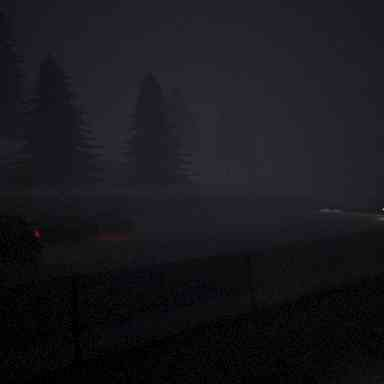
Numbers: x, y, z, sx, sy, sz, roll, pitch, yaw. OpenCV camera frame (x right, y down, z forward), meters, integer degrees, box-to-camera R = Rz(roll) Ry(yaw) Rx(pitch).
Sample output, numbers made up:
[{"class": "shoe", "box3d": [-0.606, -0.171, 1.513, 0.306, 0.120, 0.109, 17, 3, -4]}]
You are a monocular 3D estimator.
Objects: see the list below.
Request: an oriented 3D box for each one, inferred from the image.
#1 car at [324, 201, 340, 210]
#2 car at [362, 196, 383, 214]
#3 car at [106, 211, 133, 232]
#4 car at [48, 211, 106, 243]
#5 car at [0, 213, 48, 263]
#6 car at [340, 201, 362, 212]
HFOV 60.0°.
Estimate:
[{"class": "car", "box3d": [21.992, 2.074, 51.669, 1.994, 1.385, 4.181, -1, -1, 35]}, {"class": "car", "box3d": [23.029, 1.571, 41.042, 2.150, 2.045, 5.566, -1, -1, 38]}, {"class": "car", "box3d": [-5.964, 1.926, 21.499, 4.181, 1.385, 1.994, 0, -1, -38]}, {"class": "car", "box3d": [-7.017, 1.805, 16.282, 4.892, 1.490, 1.837, 0, -1, -37]}, {"class": "car", "box3d": [-7.712, 1.592, 11.482, 4.553, 1.767, 2.097, 0, -1, -35]}, {"class": "car", "box3d": [22.370, 1.956, 46.110, 1.812, 1.442, 4.674, -1, -1, 36]}]
